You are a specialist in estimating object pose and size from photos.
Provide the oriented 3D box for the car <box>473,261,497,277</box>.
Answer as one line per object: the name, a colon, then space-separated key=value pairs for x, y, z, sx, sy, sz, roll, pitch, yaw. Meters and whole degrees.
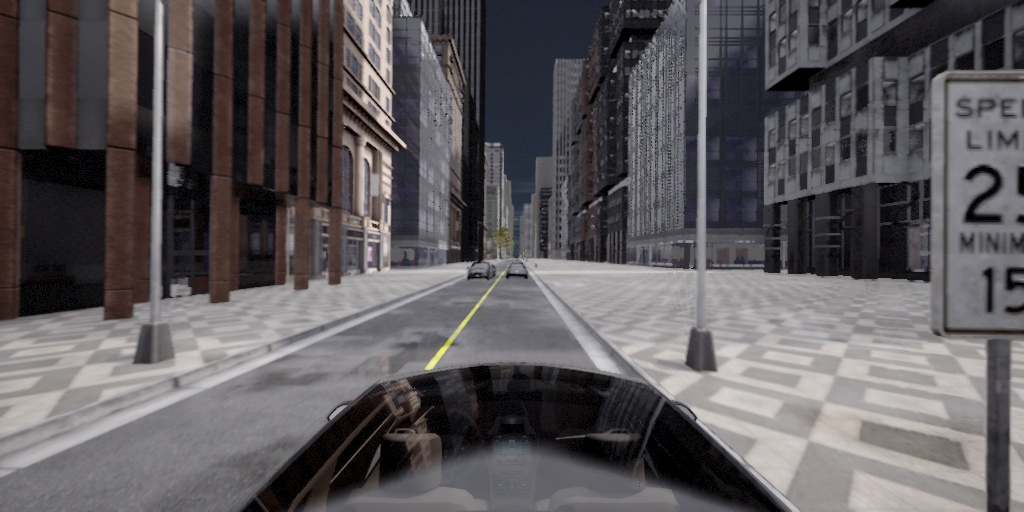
car: x=-2.591 y=1.278 z=35.482 sx=1.994 sy=1.385 sz=4.181 roll=1 pitch=0 yaw=1

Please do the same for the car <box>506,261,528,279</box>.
car: x=0.449 y=1.308 z=32.972 sx=1.994 sy=1.385 sz=4.181 roll=1 pitch=0 yaw=1

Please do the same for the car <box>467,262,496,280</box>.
car: x=-2.658 y=1.278 z=30.283 sx=1.837 sy=1.490 sz=4.892 roll=1 pitch=0 yaw=1
